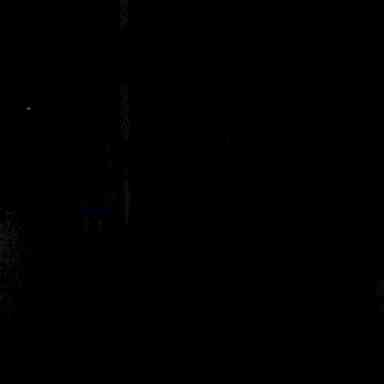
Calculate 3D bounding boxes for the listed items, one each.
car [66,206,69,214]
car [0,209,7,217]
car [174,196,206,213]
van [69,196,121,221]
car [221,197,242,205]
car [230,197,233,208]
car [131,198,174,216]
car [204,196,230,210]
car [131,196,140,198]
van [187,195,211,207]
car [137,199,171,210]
[{"bbox_3d":[-11.055,1.614,34.946,1.887,1.381,4.507,-1,-1,35],"label":"car"},{"bbox_3d":[-17.271,1.627,26.175,1.752,1.417,4.829,-1,0,35],"label":"car"},{"bbox_3d":[-0.838,1.430,34.628,1.887,1.381,4.507,-1,-1,35],"label":"car"},{"bbox_3d":[-7.095,1.258,25.793,1.690,1.788,3.998,-1,-1,35],"label":"van"},{"bbox_3d":[7.279,1.553,60.847,1.947,1.339,4.313,-1,-1,35],"label":"car"},{"bbox_3d":[5.417,1.408,43.465,2.008,1.369,4.403,-1,-1,35],"label":"car"},{"bbox_3d":[-3.965,1.467,30.210,1.947,1.339,4.313,-1,-1,35],"label":"car"},{"bbox_3d":[2.291,1.453,39.047,1.802,1.307,4.206,-1,-1,35],"label":"car"},{"bbox_3d":[-8.003,1.369,39.265,2.192,1.841,5.009,-1,-1,35],"label":"car"},{"bbox_3d":[1.164,1.354,52.216,1.690,1.788,3.998,-1,-1,35],"label":"van"},{"bbox_3d":[-4.944,1.591,43.580,2.008,1.369,4.403,-1,-1,35],"label":"car"}]
